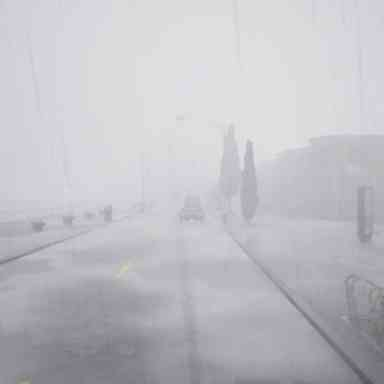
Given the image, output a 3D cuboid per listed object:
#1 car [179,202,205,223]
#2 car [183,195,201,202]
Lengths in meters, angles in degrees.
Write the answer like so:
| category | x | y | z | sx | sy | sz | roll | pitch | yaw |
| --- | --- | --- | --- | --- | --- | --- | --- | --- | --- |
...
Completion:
| category | x | y | z | sx | sy | sz | roll | pitch | yaw |
| --- | --- | --- | --- | --- | --- | --- | --- | --- | --- |
| car | 0.010 | 1.726 | 26.401 | 1.895 | 1.301 | 4.718 | 0 | 0 | 0 |
| car | 0.054 | 1.429 | 44.003 | 2.150 | 2.045 | 5.566 | 0 | 0 | 0 |
